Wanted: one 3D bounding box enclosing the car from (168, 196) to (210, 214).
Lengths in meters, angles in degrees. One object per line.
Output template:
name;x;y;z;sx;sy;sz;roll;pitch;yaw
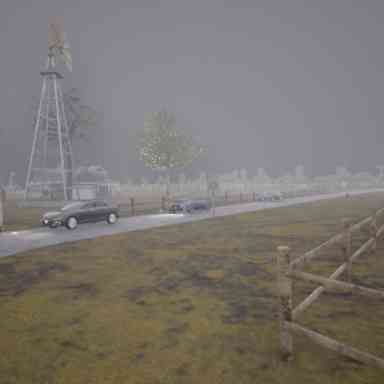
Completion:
car;-0.183;1.056;28.478;1.994;1.385;4.181;-2;1;35

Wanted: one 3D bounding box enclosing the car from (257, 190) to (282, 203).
car;10.119;0.569;42.983;1.837;1.490;4.892;-2;0;36

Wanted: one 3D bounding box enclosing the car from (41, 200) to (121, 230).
car;-6.379;1.264;19.613;1.837;1.490;4.892;-2;0;34
